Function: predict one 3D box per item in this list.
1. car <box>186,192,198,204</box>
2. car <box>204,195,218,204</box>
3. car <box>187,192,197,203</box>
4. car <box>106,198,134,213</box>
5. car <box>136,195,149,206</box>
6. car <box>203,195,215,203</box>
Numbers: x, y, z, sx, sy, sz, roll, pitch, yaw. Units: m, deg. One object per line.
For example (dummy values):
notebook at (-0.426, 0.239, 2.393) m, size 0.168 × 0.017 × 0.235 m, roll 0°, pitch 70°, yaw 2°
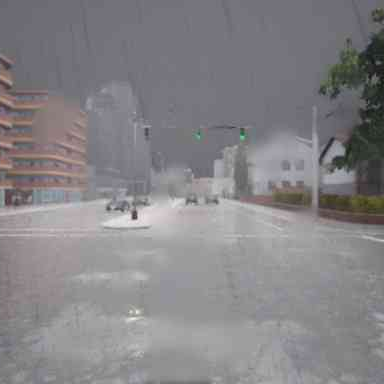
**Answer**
car at (-0.014, 1.256, 58.812) m, size 2.097 × 1.767 × 4.553 m, roll 0°, pitch 0°, yaw 0°
car at (3.486, 1.256, 58.813) m, size 2.097 × 1.767 × 4.553 m, roll 0°, pitch 0°, yaw 0°
car at (-0.017, 1.086, 68.872) m, size 2.150 × 2.045 × 5.566 m, roll 0°, pitch 0°, yaw 0°
car at (-8.103, 1.431, 36.589) m, size 2.128 × 1.511 × 4.902 m, roll 0°, pitch 0°, yaw 0°
car at (-8.083, 1.267, 52.116) m, size 2.097 × 1.767 × 4.553 m, roll 0°, pitch 0°, yaw 0°
car at (3.483, 1.406, 68.843) m, size 2.033 × 1.411 × 5.357 m, roll 0°, pitch 0°, yaw 0°
